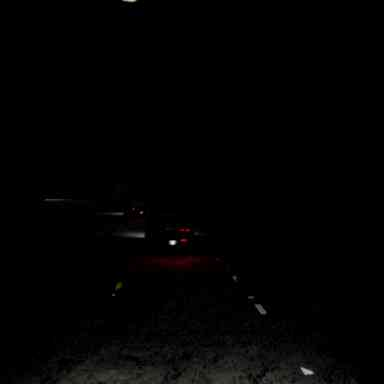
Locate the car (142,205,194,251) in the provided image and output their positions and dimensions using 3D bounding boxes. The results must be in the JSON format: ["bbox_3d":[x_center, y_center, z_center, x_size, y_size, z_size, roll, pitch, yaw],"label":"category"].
[{"bbox_3d":[-1.096,1.567,14.506,1.837,1.490,4.892,0,1,-10],"label":"car"}]

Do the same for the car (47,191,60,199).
[{"bbox_3d":[-27.048,0.567,64.840,1.837,1.490,4.892,0,1,-30],"label":"car"}]

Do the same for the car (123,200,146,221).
[{"bbox_3d":[-4.913,1.461,29.353,1.812,1.442,4.674,0,1,-20],"label":"car"}]
